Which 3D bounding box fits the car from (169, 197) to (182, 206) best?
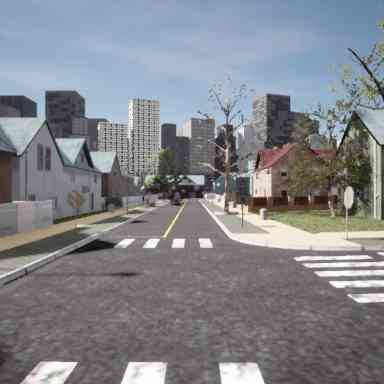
[{"bbox_3d":[-2.750,1.576,56.863,1.837,1.490,4.892,0,0,0],"label":"car"}]
